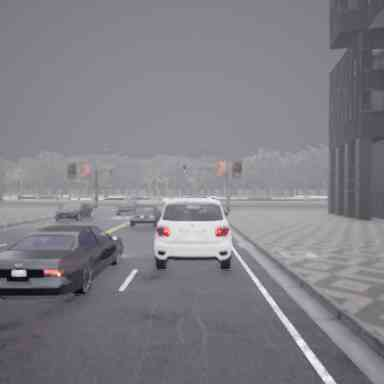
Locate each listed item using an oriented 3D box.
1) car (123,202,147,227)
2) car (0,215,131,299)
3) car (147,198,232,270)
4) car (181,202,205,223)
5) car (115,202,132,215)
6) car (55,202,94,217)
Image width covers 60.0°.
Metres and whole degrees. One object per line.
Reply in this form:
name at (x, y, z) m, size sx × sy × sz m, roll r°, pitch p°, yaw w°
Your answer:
car at (-3.181, 1.651, 23.783) m, size 2.033 × 1.411 × 5.357 m, roll 0°, pitch 0°, yaw 0°
car at (-3.182, 1.553, 8.655) m, size 2.033 × 1.411 × 5.357 m, roll 0°, pitch 0°, yaw 0°
car at (0.088, 1.233, 11.213) m, size 2.150 × 2.045 × 5.566 m, roll 0°, pitch -1°, yaw 2°
car at (0.085, 1.661, 28.062) m, size 1.812 × 1.442 × 4.674 m, roll 0°, pitch 0°, yaw 0°
car at (-6.562, 1.735, 34.900) m, size 2.033 × 1.411 × 5.357 m, roll 0°, pitch 0°, yaw 0°
car at (-9.839, 1.614, 28.139) m, size 1.882 × 1.535 × 5.008 m, roll 0°, pitch 0°, yaw 0°
